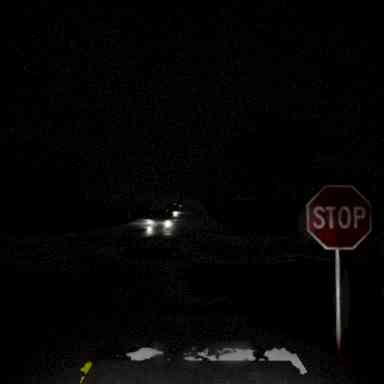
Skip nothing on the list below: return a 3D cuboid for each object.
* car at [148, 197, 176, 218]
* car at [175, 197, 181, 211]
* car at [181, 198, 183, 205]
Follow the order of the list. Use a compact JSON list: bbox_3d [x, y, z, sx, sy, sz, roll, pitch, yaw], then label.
[{"bbox_3d":[-2.809,1.526,30.481,1.882,1.535,5.008,0,0,0],"label":"car"},{"bbox_3d":[-2.790,1.437,41.175,2.097,1.767,4.553,0,-1,0],"label":"car"},{"bbox_3d":[-2.674,1.737,63.912,2.033,1.411,5.357,0,0,0],"label":"car"}]
